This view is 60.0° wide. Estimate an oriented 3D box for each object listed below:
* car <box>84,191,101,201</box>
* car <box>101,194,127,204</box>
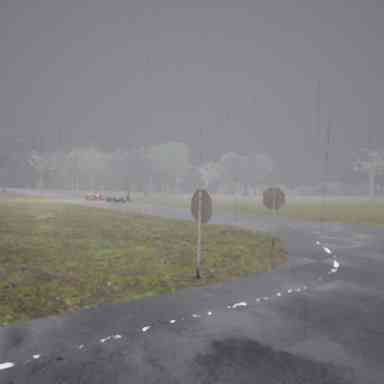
[{"bbox_3d":[-17.586,0.646,59.404,2.097,1.767,4.553,2,0,-35],"label":"car"},{"bbox_3d":[-11.837,1.087,51.260,1.895,1.301,4.718,2,0,-35],"label":"car"}]
